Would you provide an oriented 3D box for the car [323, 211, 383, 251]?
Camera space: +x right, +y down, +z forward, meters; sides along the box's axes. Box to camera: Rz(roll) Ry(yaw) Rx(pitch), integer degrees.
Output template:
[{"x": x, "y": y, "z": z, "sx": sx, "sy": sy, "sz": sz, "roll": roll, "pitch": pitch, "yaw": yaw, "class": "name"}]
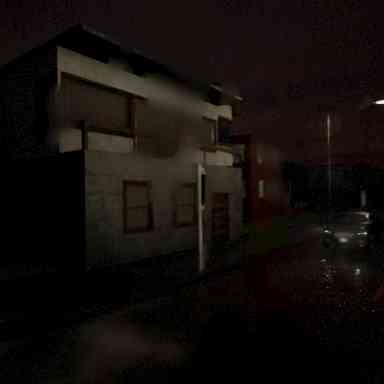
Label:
[{"x": 7.386, "y": 1.635, "z": 15.090, "sx": 2.128, "sy": 1.511, "sz": 4.902, "roll": -1, "pitch": -1, "yaw": 36, "class": "car"}]
